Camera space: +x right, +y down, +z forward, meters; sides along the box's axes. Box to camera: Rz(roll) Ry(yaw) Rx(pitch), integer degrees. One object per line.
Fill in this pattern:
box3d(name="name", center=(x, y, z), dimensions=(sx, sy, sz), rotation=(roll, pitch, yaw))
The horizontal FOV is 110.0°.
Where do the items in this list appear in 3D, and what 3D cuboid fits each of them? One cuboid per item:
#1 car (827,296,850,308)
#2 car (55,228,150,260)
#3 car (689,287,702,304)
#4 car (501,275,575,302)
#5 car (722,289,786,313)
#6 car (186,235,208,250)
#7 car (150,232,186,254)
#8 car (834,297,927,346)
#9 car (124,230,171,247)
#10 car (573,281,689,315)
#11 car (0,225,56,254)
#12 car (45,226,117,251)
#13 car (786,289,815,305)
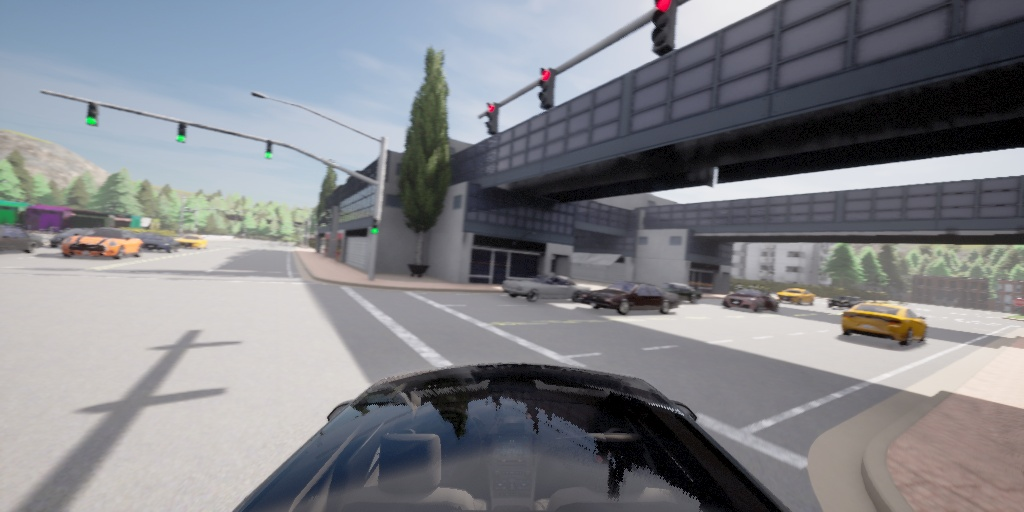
box3d(name="car", center=(31.849, 4.466, 34.088), dimensions=(4.718, 1.301, 1.895), rotation=(5, -1, -33))
box3d(name="car", center=(-22.842, -0.797, 20.207), dimensions=(2.097, 1.767, 4.553), rotation=(5, -1, -32))
box3d(name="car", center=(10.882, 2.510, 24.590), dimensions=(4.718, 1.301, 1.895), rotation=(5, -1, -33))
box3d(name="car", center=(1.807, 1.648, 18.622), dimensions=(4.718, 1.301, 1.895), rotation=(5, -1, -33))
box3d(name="car", center=(15.731, 2.900, 23.589), dimensions=(4.181, 1.385, 1.994), rotation=(6, -1, -33))
box3d(name="car", center=(-34.146, -1.535, 38.422), dimensions=(1.882, 1.535, 5.008), rotation=(5, 0, -31))
box3d(name="car", center=(-28.174, -0.993, 28.694), dimensions=(1.994, 1.385, 4.181), rotation=(5, -1, -32))
box3d(name="car", center=(15.765, 2.777, 15.147), dimensions=(5.008, 1.535, 1.882), rotation=(6, -1, -33))
box3d(name="car", center=(-37.201, -1.753, 36.733), dimensions=(2.033, 1.411, 5.357), rotation=(5, -1, -31))
box3d(name="car", center=(5.766, 1.936, 17.038), dimensions=(5.357, 1.411, 2.033), rotation=(5, -1, -33))
box3d(name="car", center=(-25.106, -0.828, 17.219), dimensions=(2.033, 1.411, 5.357), rotation=(5, -1, -32))
box3d(name="car", center=(-30.186, -1.239, 25.327), dimensions=(1.812, 1.442, 4.674), rotation=(5, -1, -32))
box3d(name="car", center=(28.667, 4.073, 36.194), dimensions=(5.008, 1.535, 1.882), rotation=(6, -1, -33))
